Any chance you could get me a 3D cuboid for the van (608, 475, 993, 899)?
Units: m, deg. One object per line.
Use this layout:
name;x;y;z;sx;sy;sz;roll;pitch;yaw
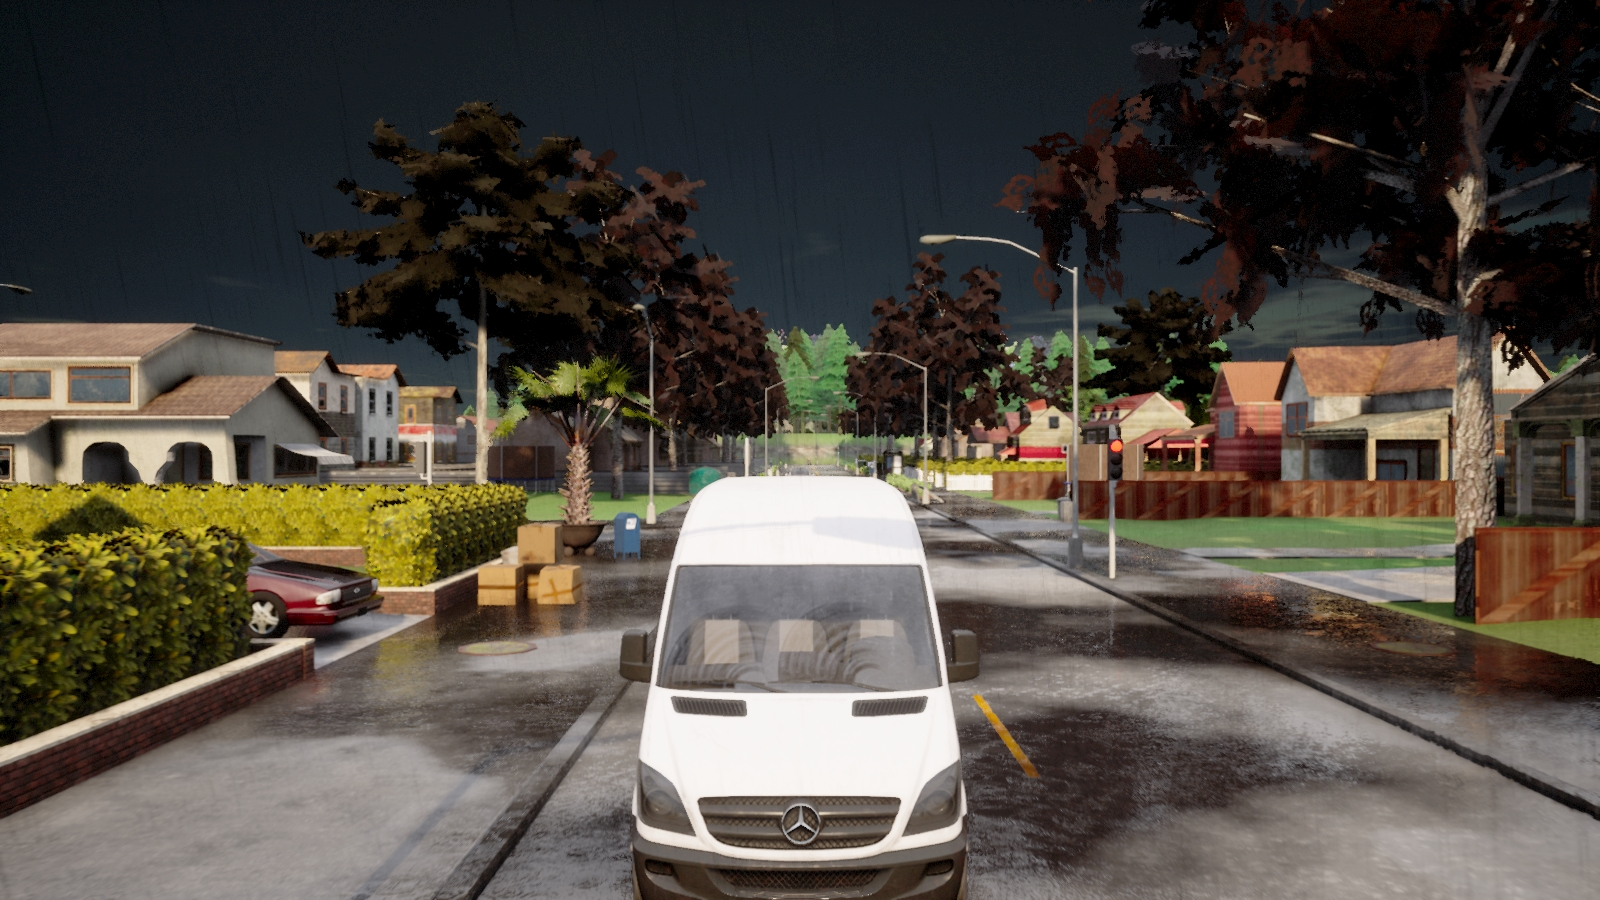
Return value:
van;0.003;1.537;8.869;1.988;2.561;5.915;0;0;0
